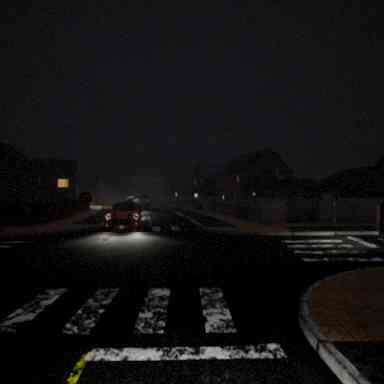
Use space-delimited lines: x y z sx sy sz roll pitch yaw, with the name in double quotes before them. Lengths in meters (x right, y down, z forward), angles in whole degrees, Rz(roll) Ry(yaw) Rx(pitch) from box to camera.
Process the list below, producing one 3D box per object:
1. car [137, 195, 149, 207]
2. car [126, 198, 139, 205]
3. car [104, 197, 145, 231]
"car" -8.886 1.534 57.976 2.150 2.045 5.566 0 0 -17
"car" -12.185 1.972 67.937 1.994 1.385 4.181 0 0 -20
"car" -4.248 1.415 21.022 2.097 1.767 4.553 0 0 -7
